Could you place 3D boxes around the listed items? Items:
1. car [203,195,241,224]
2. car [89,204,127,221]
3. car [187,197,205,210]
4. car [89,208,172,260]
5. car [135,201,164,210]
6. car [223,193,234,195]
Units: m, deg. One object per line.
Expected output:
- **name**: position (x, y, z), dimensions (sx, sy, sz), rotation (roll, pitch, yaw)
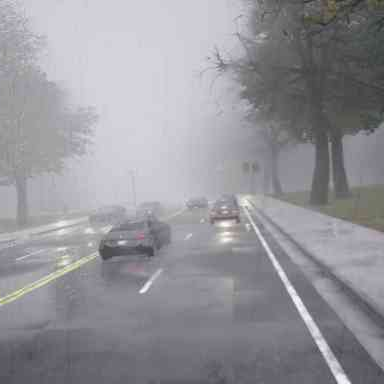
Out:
- **car**: position (2.170, 1.180, 21.619), dimensions (2.033, 1.411, 5.357), rotation (-5, 1, 7)
- **car**: position (-6.975, 1.784, 27.983), dimensions (1.882, 1.535, 5.008), rotation (-5, 0, 7)
- **car**: position (0.654, 1.212, 35.984), dimensions (1.895, 1.301, 4.718), rotation (-5, 1, 7)
- **car**: position (-2.066, 1.617, 13.051), dimensions (1.994, 1.385, 4.181), rotation (-5, 1, 7)
- **car**: position (-3.640, 1.539, 28.520), dimensions (1.837, 1.490, 4.892), rotation (-5, 0, 7)
- **car**: position (4.406, 0.827, 40.224), dimensions (1.994, 1.385, 4.181), rotation (-5, 1, 7)
